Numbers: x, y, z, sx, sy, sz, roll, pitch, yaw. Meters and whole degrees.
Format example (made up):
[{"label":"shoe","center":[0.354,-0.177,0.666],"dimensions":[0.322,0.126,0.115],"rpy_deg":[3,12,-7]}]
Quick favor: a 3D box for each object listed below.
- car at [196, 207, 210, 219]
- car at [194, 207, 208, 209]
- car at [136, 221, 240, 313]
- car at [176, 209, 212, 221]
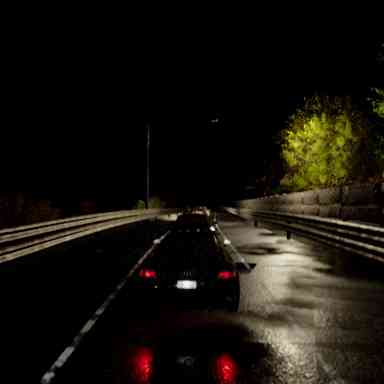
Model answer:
[{"label":"car","center":[1.642,2.961,47.649],"dimensions":[1.882,1.535,5.008],"rpy_deg":[0,-2,4]},{"label":"car","center":[0.173,1.857,20.458],"dimensions":[2.128,1.511,4.902],"rpy_deg":[0,-2,1]},{"label":"car","center":[-0.013,1.611,7.810],"dimensions":[1.994,1.385,4.181],"rpy_deg":[0,-1,2]},{"label":"car","center":[0.057,1.675,14.196],"dimensions":[1.837,1.490,4.892],"rpy_deg":[0,-1,1]}]
